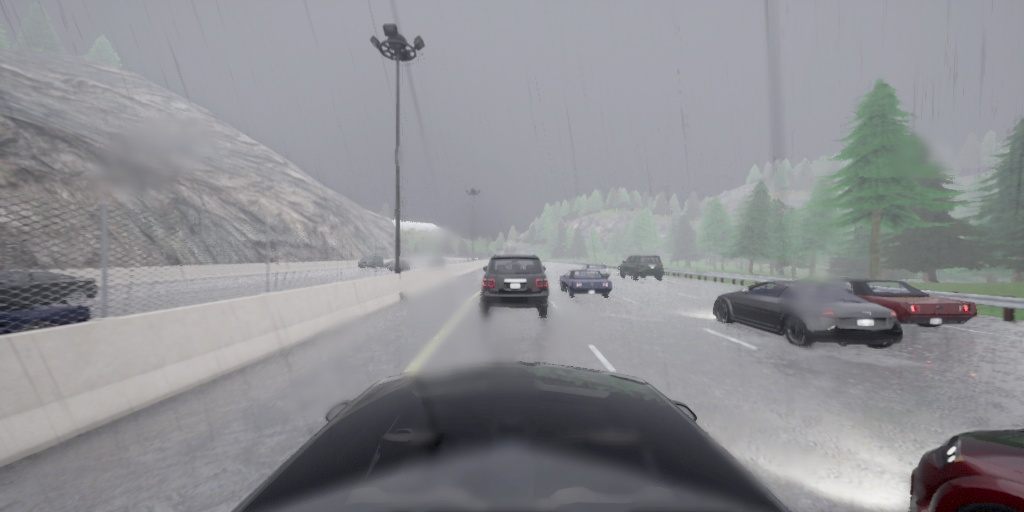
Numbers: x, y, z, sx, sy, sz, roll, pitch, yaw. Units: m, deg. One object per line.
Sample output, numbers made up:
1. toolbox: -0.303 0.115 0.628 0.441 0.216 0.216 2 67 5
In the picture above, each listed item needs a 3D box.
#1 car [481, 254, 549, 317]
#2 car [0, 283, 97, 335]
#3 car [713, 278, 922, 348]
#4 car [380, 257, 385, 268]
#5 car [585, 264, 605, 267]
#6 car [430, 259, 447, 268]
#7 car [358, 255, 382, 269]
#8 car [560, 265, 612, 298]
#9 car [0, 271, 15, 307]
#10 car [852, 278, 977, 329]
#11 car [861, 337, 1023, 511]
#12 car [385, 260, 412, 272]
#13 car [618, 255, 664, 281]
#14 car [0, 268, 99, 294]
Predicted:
1. car: 0.098 0.958 13.158 2.150 2.045 5.566 0 0 0
2. car: -10.602 1.345 5.925 1.895 1.301 4.718 0 0 0
3. car: 7.098 1.305 9.207 1.994 1.385 4.181 0 0 0
4. car: -17.576 1.233 54.061 2.033 1.411 5.357 0 0 1
5. car: 7.095 1.315 31.318 1.895 1.301 4.718 0 0 0
6. car: -10.580 1.182 51.730 2.128 1.511 4.902 0 0 0
7. car: -21.074 0.907 53.953 2.150 2.045 5.566 0 0 1
8. car: 3.595 1.331 18.375 1.895 1.301 4.718 0 0 0
9. car: -21.102 1.300 12.412 1.994 1.385 4.181 0 0 0
10. car: 10.598 1.340 11.189 1.895 1.301 4.718 0 0 0
11. car: 3.600 1.316 0.565 1.994 1.385 4.181 0 0 0
12. car: -14.096 1.222 45.569 1.812 1.442 4.674 0 0 0
13. car: 10.592 0.938 29.732 2.150 2.045 5.566 0 0 0
14. car: -17.602 1.214 12.285 1.882 1.535 5.008 0 0 0
